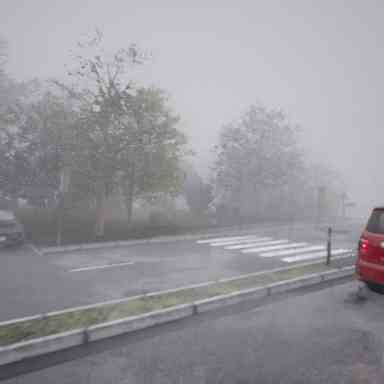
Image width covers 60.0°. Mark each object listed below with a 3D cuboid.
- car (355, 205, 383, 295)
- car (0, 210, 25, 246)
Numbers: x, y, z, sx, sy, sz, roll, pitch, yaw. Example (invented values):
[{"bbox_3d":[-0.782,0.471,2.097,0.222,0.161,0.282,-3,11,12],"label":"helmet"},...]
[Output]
[{"bbox_3d":[5.988,1.246,7.427,5.566,2.045,2.150,0,0,-33],"label":"car"},{"bbox_3d":[-8.804,1.564,14.932,2.231,1.521,4.892,0,0,-35],"label":"car"}]
